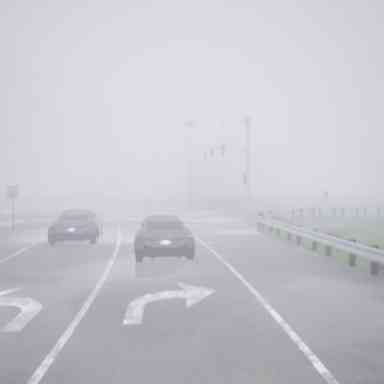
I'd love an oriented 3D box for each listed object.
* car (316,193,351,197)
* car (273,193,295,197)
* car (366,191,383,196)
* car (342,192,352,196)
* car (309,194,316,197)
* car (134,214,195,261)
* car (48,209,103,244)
[{"bbox_3d":[25.088,1.231,59.144,4.718,1.301,1.895,0,0,-16],"label":"car"},{"bbox_3d":[18.724,0.949,68.192,4.553,1.767,2.097,0,0,-16],"label":"car"},{"bbox_3d":[37.869,0.784,67.654,5.566,2.045,2.150,0,0,-26],"label":"car"},{"bbox_3d":[32.829,0.896,72.985,4.553,1.767,2.097,0,0,-22],"label":"car"},{"bbox_3d":[23.141,1.143,62.195,4.674,1.442,1.812,0,0,-16],"label":"car"},{"bbox_3d":[-1.078,1.500,12.149,1.994,1.385,4.181,0,0,-8],"label":"car"},{"bbox_3d":[-5.268,1.490,15.449,1.994,1.385,4.181,0,0,-11],"label":"car"}]
